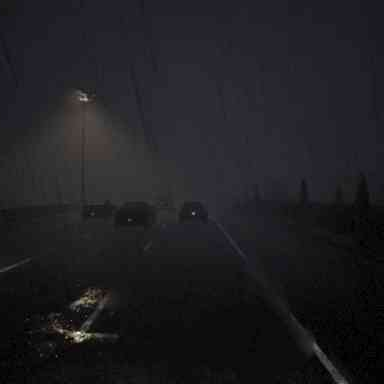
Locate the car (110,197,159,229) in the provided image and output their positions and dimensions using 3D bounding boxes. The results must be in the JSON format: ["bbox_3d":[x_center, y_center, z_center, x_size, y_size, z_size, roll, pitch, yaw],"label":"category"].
[{"bbox_3d":[-3.402,1.344,20.570,1.882,1.535,5.008,0,1,0],"label":"car"}]

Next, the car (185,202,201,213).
[{"bbox_3d":[0.096,2.047,42.094,1.895,1.301,4.718,0,-4,0],"label":"car"}]

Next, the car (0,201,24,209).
[{"bbox_3d":[-21.092,1.736,37.707,2.033,1.411,5.357,0,-3,0],"label":"car"}]

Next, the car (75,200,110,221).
[{"bbox_3d":[-6.903,1.345,25.544,2.128,1.511,4.902,0,0,0],"label":"car"}]

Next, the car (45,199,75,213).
[{"bbox_3d":[-17.580,1.966,44.442,2.097,1.767,4.553,0,-4,0],"label":"car"}]

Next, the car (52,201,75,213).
[{"bbox_3d":[-14.098,1.686,35.477,1.895,1.301,4.718,0,-2,0],"label":"car"}]

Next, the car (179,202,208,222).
[{"bbox_3d":[0.097,1.415,24.414,1.994,1.385,4.181,0,0,0],"label":"car"}]

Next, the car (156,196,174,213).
[{"bbox_3d":[-3.407,1.546,40.206,2.150,2.045,5.566,0,-4,0],"label":"car"}]
